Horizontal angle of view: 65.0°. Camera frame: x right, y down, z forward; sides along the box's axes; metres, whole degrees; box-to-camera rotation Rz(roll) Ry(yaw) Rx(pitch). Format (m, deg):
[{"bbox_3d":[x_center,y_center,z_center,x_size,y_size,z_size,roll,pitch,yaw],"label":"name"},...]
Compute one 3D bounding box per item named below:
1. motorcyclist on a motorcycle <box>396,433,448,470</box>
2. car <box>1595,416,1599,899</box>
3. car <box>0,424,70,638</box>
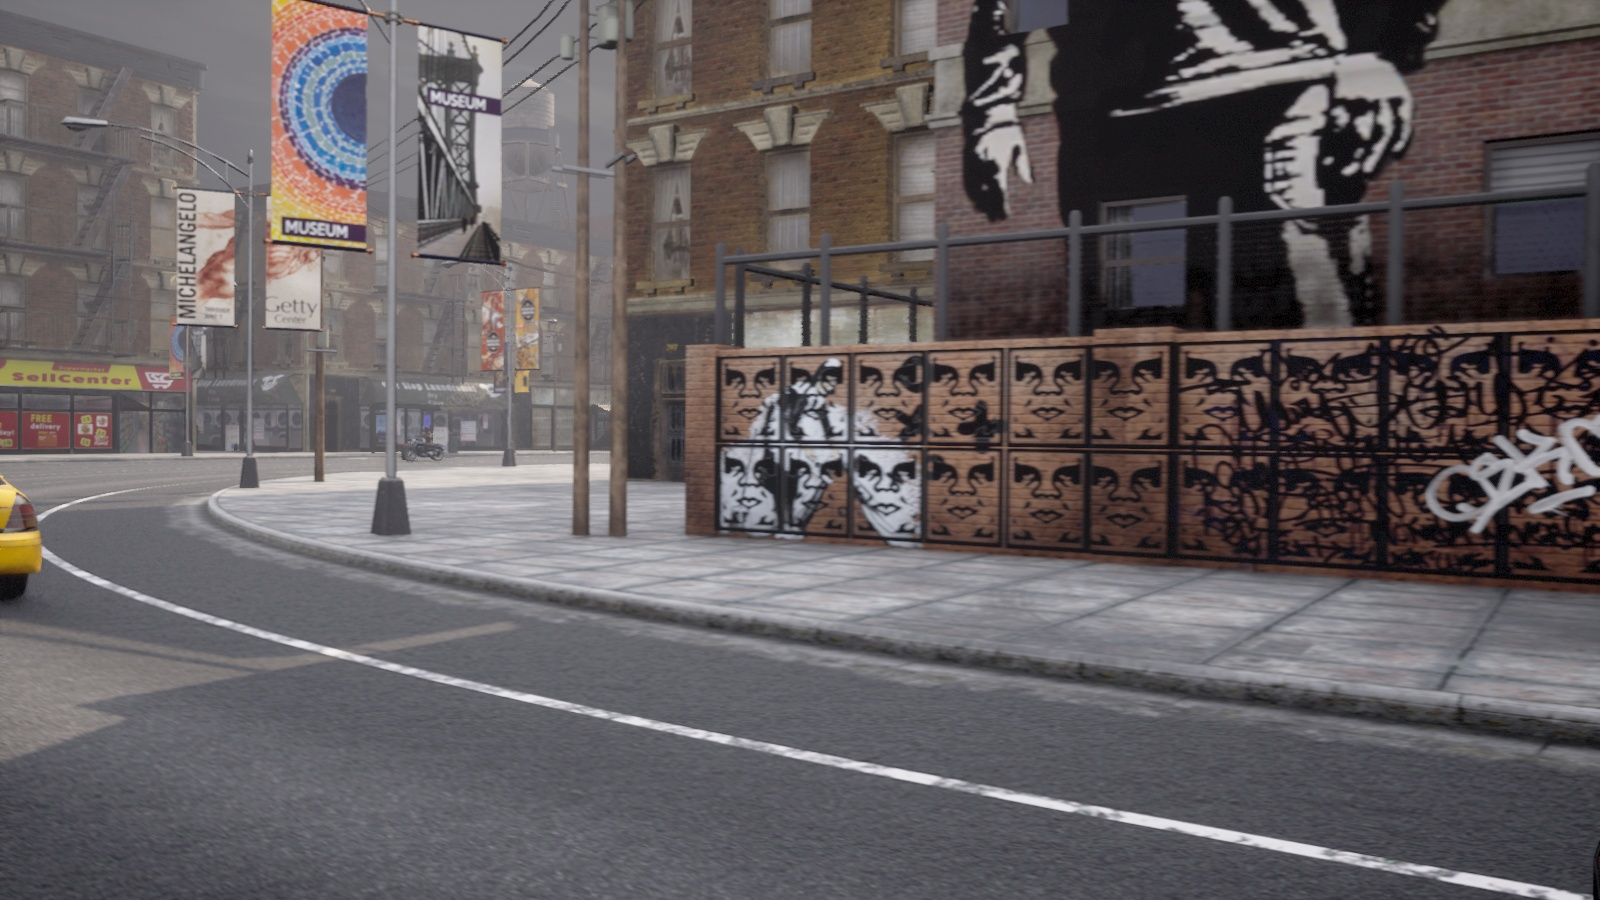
[{"bbox_3d":[-17.497,0.061,58.213,0.766,1.649,2.350,0,1,33],"label":"motorcyclist on a motorcycle"},{"bbox_3d":[3.627,0.683,1.206,4.792,1.488,2.163,0,1,34],"label":"car"},{"bbox_3d":[-8.035,0.596,10.946,1.801,1.575,5.366,-1,1,-42],"label":"car"}]
